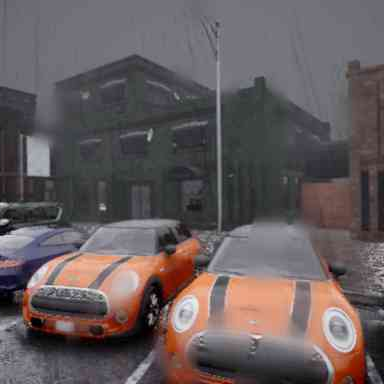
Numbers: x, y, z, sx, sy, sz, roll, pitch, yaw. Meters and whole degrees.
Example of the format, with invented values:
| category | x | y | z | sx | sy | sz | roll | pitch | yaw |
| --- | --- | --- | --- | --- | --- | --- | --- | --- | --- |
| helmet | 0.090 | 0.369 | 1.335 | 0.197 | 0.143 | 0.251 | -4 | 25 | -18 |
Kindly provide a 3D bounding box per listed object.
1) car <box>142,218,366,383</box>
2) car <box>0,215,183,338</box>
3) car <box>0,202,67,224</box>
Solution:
| category | x | y | z | sx | sy | sz | roll | pitch | yaw |
| --- | --- | --- | --- | --- | --- | --- | --- | --- | --- |
| car | 1.188 | 1.382 | 5.289 | 2.185 | 1.767 | 4.553 | 0 | -1 | 16 |
| car | -1.251 | 1.413 | 7.038 | 2.185 | 1.767 | 4.553 | 0 | -1 | 16 |
| car | -6.131 | 1.351 | 10.486 | 2.435 | 2.045 | 5.566 | 0 | -1 | 16 |
